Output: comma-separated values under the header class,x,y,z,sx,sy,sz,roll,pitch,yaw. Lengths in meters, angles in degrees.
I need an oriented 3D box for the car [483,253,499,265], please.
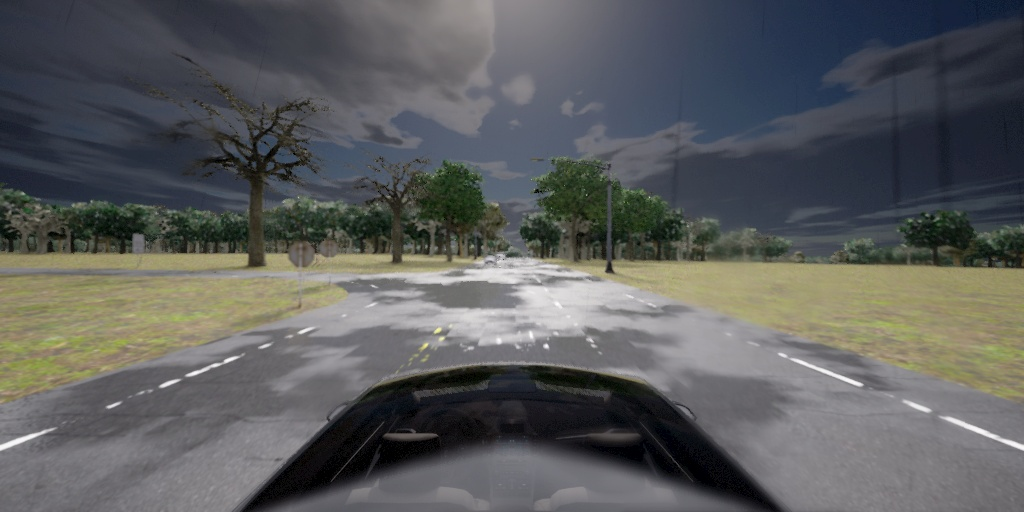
class,x,y,z,sx,sy,sz,roll,pitch,yaw
car,-3.523,0.615,58.086,1.812,1.442,4.674,0,1,0
